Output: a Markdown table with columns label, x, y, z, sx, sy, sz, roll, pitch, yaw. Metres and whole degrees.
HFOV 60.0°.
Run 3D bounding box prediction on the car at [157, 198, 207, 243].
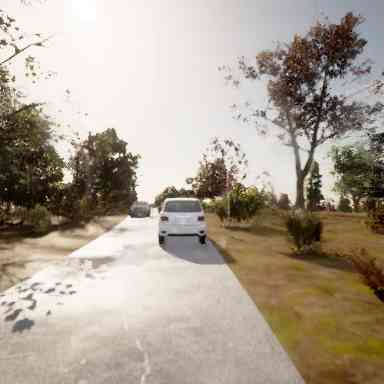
| label | x | y | z | sx | sy | sz | roll | pitch | yaw |
| --- | --- | --- | --- | --- | --- | --- | --- | --- | --- |
| car | -0.547 | 1.313 | 16.620 | 2.150 | 2.045 | 5.566 | 0 | -1 | -4 |

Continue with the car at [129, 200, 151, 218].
| label | x | y | z | sx | sy | sz | roll | pitch | yaw |
| --- | --- | --- | --- | --- | --- | --- | --- | --- | --- |
| car | -5.265 | 1.655 | 34.012 | 2.097 | 1.767 | 4.553 | 1 | -1 | -7 |

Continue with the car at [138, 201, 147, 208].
| label | x | y | z | sx | sy | sz | roll | pitch | yaw |
| --- | --- | --- | --- | --- | --- | --- | --- | --- | --- |
| car | -10.939 | 2.738 | 74.100 | 1.882 | 1.535 | 5.008 | 0 | -2 | -8 |

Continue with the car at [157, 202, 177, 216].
| label | x | y | z | sx | sy | sz | roll | pitch | yaw |
| --- | --- | --- | --- | --- | --- | --- | --- | --- | --- |
| car | -3.032 | 1.956 | 39.524 | 2.033 | 1.411 | 5.357 | 0 | -1 | -8 |
